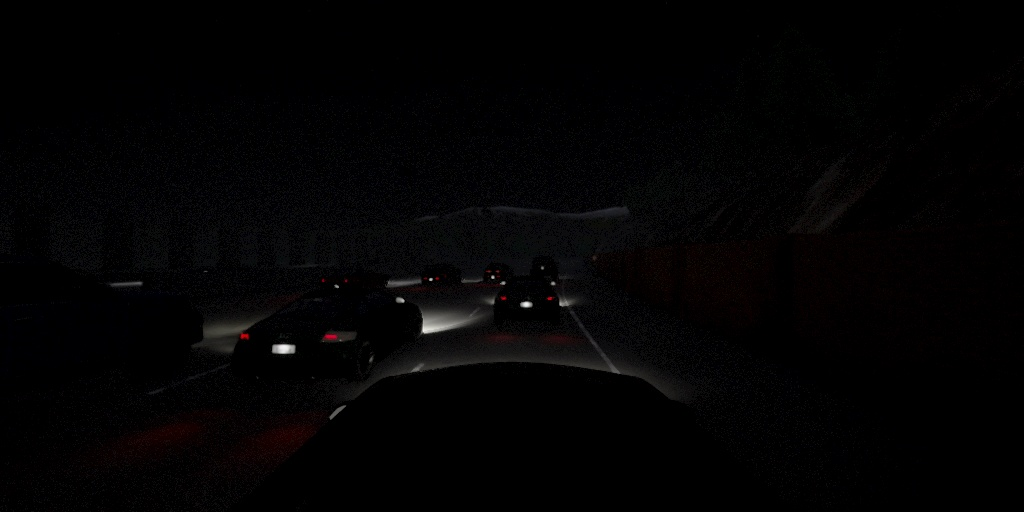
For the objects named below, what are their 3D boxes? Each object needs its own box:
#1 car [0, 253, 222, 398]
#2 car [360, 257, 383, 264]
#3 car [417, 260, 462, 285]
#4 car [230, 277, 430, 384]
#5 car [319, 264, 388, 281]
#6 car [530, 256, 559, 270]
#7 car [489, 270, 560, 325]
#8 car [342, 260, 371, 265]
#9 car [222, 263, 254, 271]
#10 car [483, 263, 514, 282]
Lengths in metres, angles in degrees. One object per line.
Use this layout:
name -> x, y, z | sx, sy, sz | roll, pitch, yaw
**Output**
car -> -6.836, 0.953, 4.247 | 2.150, 2.045, 5.566 | 0, 0, 1
car -> -19.265, 1.270, 47.903 | 1.837, 1.490, 4.892 | 0, 1, 10
car -> -4.999, 1.284, 26.012 | 1.837, 1.490, 4.892 | 0, 0, 8
car -> -3.228, 1.313, 7.172 | 1.994, 1.385, 4.181 | 0, 0, 2
car -> -9.172, 1.355, 21.363 | 1.895, 1.301, 4.718 | 0, 0, 6
car -> 2.864, 1.037, 31.209 | 2.150, 2.045, 5.566 | 0, 0, 9
car -> 0.536, 1.335, 12.064 | 1.994, 1.385, 4.181 | 0, 0, 4
car -> -17.442, 1.356, 38.184 | 1.895, 1.301, 4.718 | 0, 0, 10
car -> -25.615, 1.315, 31.739 | 1.895, 1.301, 4.718 | 0, 0, 9
car -> -1.023, 1.303, 28.877 | 1.837, 1.490, 4.892 | 0, 0, 9
